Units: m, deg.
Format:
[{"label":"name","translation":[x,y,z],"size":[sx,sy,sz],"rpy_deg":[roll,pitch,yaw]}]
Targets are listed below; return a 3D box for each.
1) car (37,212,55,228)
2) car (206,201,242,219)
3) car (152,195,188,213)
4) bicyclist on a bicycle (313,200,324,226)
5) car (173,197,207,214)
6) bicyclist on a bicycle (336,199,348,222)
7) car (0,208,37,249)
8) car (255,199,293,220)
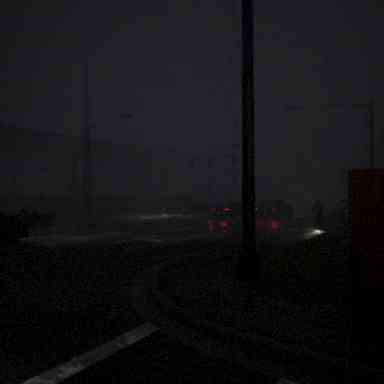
[{"label":"car","translation":[-11.565,1.758,21.645],"size":[1.895,1.301,4.718],"rpy_deg":[-1,0,36]},{"label":"car","translation":[3.591,1.632,30.253],"size":[1.812,1.442,4.674],"rpy_deg":[-1,0,36]},{"label":"car","translation":[-2.413,1.388,40.017],"size":[2.150,2.045,5.566],"rpy_deg":[0,0,36]},{"label":"bicyclist on a bicycle","translation":[8.034,1.342,21.095],"size":[0.582,1.620,1.656],"rpy_deg":[-1,0,41]},{"label":"car","translation":[0.498,1.661,38.064],"size":[2.128,1.511,4.902],"rpy_deg":[-1,0,36]},{"label":"bicyclist on a bicycle","translation":[10.895,1.335,23.173],"size":[1.656,1.620,0.582],"rpy_deg":[-1,-1,44]},{"label":"car","translation":[-9.510,1.330,13.079],"size":[2.150,2.045,5.566],"rpy_deg":[-1,-1,38]},{"label":"car","translation":[7.266,1.433,29.366],"size":[2.097,1.767,4.553],"rpy_deg":[-1,0,36]}]
